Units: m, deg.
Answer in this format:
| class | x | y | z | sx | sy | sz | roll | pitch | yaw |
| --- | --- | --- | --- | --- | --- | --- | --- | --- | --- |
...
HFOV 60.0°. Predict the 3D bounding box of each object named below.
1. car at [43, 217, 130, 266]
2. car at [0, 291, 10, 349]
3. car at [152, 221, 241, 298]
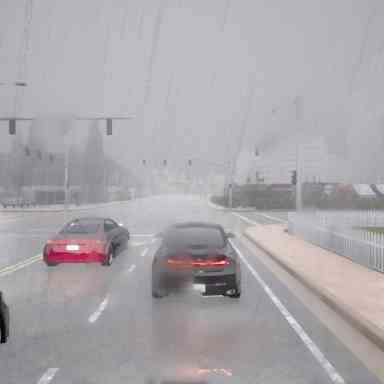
| class | x | y | z | sx | sy | sz | roll | pitch | yaw |
| --- | --- | --- | --- | --- | --- | --- | --- | --- | --- |
| car | -3.416 | 1.564 | 11.517 | 1.994 | 1.385 | 4.181 | 0 | 0 | 0 |
| car | -3.408 | 1.492 | 2.609 | 2.128 | 1.511 | 4.902 | 0 | 0 | 0 |
| car | 0.088 | 1.505 | 8.478 | 1.837 | 1.490 | 4.892 | 0 | 0 | 0 |
